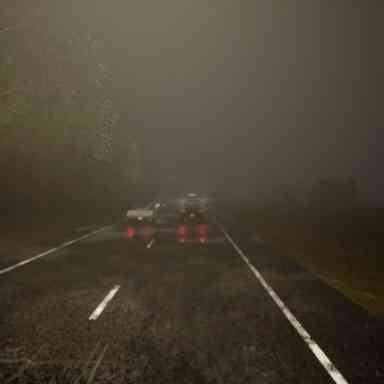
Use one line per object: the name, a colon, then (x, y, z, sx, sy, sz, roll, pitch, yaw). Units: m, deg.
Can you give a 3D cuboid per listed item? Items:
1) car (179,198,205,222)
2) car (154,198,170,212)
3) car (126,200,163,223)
car: (0.017, 1.416, 24.979, 1.812, 1.442, 4.674, 0, 0, 0)
car: (-3.461, 1.385, 36.509, 2.033, 1.411, 5.357, 0, 0, 0)
car: (-3.486, 1.493, 24.647, 1.895, 1.301, 4.718, 0, 0, 0)
